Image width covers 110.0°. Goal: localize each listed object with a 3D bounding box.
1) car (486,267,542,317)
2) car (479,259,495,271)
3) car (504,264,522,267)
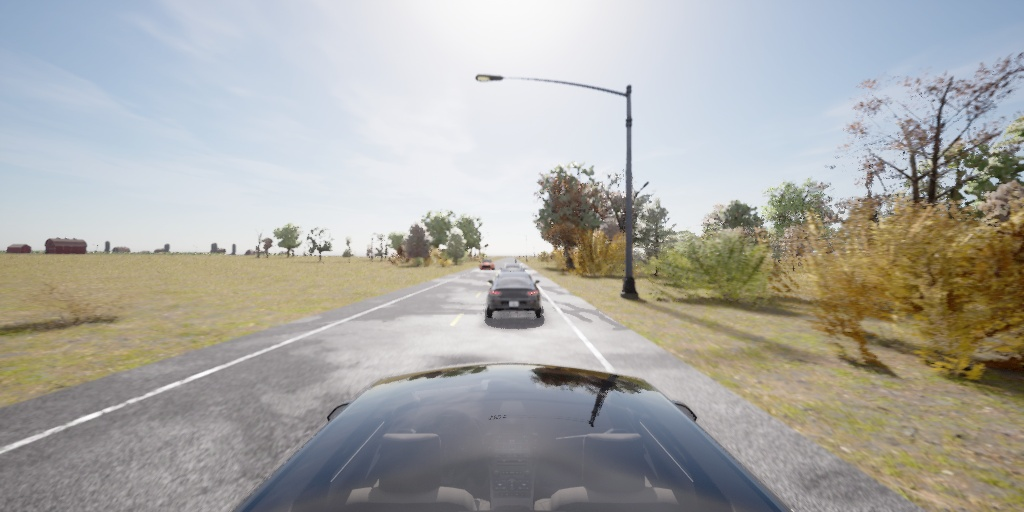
[{"bbox_3d":[0.073,1.301,13.225,1.812,1.442,4.674,0,0,0],"label":"car"},{"bbox_3d":[-3.579,1.199,52.151,2.097,1.767,4.553,0,0,0],"label":"car"},{"bbox_3d":[0.067,1.310,27.717,1.837,1.490,4.892,0,0,0],"label":"car"}]
